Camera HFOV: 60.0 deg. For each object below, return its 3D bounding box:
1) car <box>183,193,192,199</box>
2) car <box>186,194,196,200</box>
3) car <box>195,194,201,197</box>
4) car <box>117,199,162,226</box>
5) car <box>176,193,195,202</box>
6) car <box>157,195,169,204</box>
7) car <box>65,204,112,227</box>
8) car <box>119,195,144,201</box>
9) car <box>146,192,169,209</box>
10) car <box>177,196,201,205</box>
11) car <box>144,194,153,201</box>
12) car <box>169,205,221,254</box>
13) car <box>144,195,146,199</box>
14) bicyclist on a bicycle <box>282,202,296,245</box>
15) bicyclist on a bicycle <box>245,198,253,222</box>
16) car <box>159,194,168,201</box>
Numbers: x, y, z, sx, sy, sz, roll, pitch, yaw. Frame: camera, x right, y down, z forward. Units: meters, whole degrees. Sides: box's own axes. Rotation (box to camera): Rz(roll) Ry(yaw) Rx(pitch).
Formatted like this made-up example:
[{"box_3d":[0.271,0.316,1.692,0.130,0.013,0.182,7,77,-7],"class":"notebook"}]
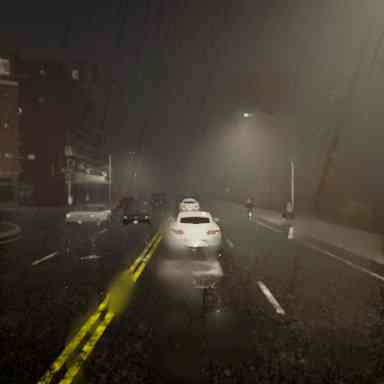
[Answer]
[{"box_3d":[-1.269,1.101,87.826,1.837,1.490,4.892,0,0,-7],"class":"car"},{"box_3d":[-0.203,1.248,77.924,1.895,1.301,4.718,0,0,-6],"class":"car"},{"box_3d":[0.745,1.207,67.729,1.837,1.490,4.892,0,0,-5],"class":"car"},{"box_3d":[-3.485,1.446,22.942,2.033,1.411,5.357,0,0,-1],"class":"car"},{"box_3d":[-1.077,1.269,48.872,1.882,1.535,5.008,0,0,-3],"class":"car"},{"box_3d":[-5.117,1.302,58.778,1.994,1.385,4.181,0,0,-4],"class":"car"},{"box_3d":[-6.722,1.496,22.046,1.895,1.301,4.718,0,0,-1],"class":"car"},{"box_3d":[-7.509,1.296,39.662,1.882,1.535,5.008,1,0,3],"class":"car"},{"box_3d":[-4.114,1.040,41.250,2.150,2.045,5.566,0,0,-3],"class":"car"},{"box_3d":[-0.262,1.397,31.021,1.812,1.442,4.674,0,0,-2],"class":"car"},{"box_3d":[-9.582,1.211,73.672,1.994,1.385,4.181,0,0,-5],"class":"car"},{"box_3d":[0.094,1.472,13.163,1.812,1.442,4.674,0,0,0],"class":"car"},{"box_3d":[-8.278,1.217,57.358,1.882,1.535,5.008,0,0,-3],"class":"car"},{"box_3d":[4.130,1.321,14.374,0.659,1.776,1.843,0,0,0],"class":"bicyclist on a bicycle"},{"box_3d":[3.992,1.283,23.451,0.659,1.776,1.843,0,0,-1],"class":"bicyclist on a bicycle"},{"box_3d":[-6.420,1.158,74.729,1.837,1.490,4.892,0,0,-5],"class":"car"}]
